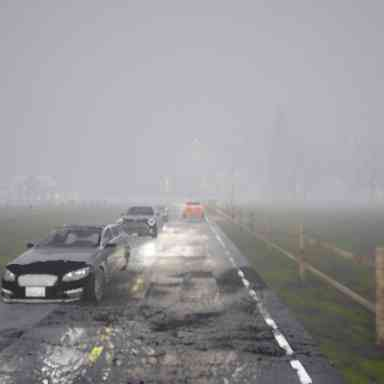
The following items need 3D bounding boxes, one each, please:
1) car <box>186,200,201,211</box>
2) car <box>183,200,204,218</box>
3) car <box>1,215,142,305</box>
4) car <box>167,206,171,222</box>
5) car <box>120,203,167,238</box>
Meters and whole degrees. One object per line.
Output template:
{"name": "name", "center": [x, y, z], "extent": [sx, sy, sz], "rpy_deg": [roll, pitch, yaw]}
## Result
{"name": "car", "center": [0.138, 1.934, 47.958], "extent": [2.033, 1.411, 5.357], "rpy_deg": [0, 0, 0]}
{"name": "car", "center": [0.130, 1.627, 33.802], "extent": [2.097, 1.767, 4.553], "rpy_deg": [0, 0, -1]}
{"name": "car", "center": [-2.817, 1.563, 8.476], "extent": [2.128, 1.511, 4.902], "rpy_deg": [0, 0, 0]}
{"name": "car", "center": [-2.785, 1.782, 28.684], "extent": [2.033, 1.411, 5.357], "rpy_deg": [0, 0, 0]}
{"name": "car", "center": [-2.798, 1.505, 18.487], "extent": [2.097, 1.767, 4.553], "rpy_deg": [0, 0, 0]}
